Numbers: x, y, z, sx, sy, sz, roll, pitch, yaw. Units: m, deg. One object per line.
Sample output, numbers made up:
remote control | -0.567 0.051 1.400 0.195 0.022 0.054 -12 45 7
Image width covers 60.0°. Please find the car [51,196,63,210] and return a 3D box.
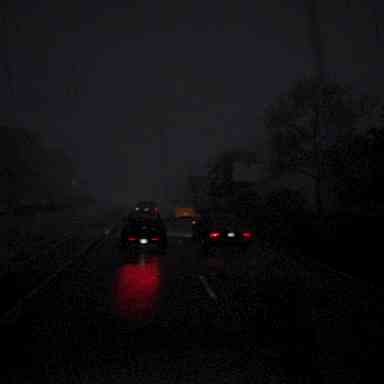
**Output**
car | -17.586 1.521 40.159 2.002 1.452 4.674 1 0 -7

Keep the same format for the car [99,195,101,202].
car | -21.866 1.669 72.909 2.097 1.535 5.008 1 0 -7

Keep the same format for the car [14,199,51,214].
car | -16.869 1.451 34.686 2.231 1.521 4.892 1 0 -7

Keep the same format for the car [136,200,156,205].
car | -3.986 1.512 29.575 2.097 1.767 4.553 1 -1 -7

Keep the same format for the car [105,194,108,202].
car | -23.299 1.607 83.893 2.185 1.767 4.553 1 0 -7

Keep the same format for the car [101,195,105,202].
car | -22.582 1.702 78.388 2.231 1.521 4.892 1 0 -7

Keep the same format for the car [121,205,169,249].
car | -2.104 1.589 14.879 1.837 1.490 4.892 1 0 -7

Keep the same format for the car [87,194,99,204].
car | -21.157 1.387 67.524 2.435 2.045 5.566 1 0 -7

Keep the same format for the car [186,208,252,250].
car | 1.152 1.678 15.001 2.033 1.411 5.357 1 0 -7

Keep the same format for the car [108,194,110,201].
car | -24.015 1.638 89.372 2.185 1.767 4.553 1 0 -7

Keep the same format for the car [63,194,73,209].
car | -18.286 1.387 45.544 2.185 1.767 4.553 1 0 -7

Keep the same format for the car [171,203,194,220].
car | -0.810 1.694 30.375 1.882 1.535 5.008 1 0 -7

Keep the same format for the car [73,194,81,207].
car | -19.003 1.418 51.022 2.185 1.767 4.553 1 0 -7

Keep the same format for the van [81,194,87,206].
van | -19.698 1.348 56.355 1.878 1.987 4.442 1 0 -7

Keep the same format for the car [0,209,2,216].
car | -15.411 1.383 23.539 1.946 1.575 5.366 1 0 -7
